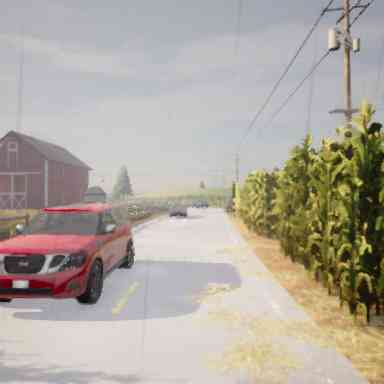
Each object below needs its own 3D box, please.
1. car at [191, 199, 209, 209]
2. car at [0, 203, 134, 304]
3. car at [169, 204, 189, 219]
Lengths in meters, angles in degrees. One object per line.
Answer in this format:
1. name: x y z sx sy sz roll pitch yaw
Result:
1. car: 1.401 2.032 59.521 2.097 1.767 4.553 0 -1 -18
2. car: -3.015 1.352 8.789 2.150 2.045 5.566 0 -1 2
3. car: -1.396 2.004 35.068 2.033 1.411 5.357 0 -1 -1
